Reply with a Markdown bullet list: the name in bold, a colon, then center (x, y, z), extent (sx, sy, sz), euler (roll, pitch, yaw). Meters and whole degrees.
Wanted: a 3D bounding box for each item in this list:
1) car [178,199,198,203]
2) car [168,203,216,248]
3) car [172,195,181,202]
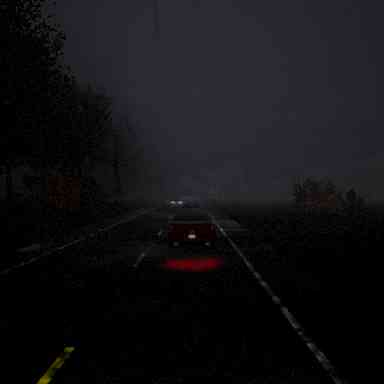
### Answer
- **car**: center (0.000, 1.557, 29.652), extent (1.994, 1.385, 4.181), euler (0, 0, 0)
- **car**: center (0.000, 1.478, 14.651), extent (1.882, 1.535, 5.008), euler (0, 0, 0)
- **car**: center (-3.500, 1.403, 75.929), extent (1.837, 1.490, 4.892), euler (0, 0, 0)
